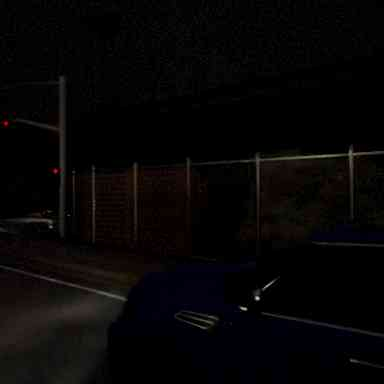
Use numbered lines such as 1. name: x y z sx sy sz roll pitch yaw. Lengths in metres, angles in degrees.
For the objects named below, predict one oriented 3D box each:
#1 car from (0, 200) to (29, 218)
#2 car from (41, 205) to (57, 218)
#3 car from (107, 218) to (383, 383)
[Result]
1. car: -17.290 1.497 29.920 2.097 1.767 4.553 0 0 37
2. car: -11.775 1.640 31.520 1.837 1.490 4.892 0 0 35
3. car: 1.757 1.224 2.739 5.566 2.045 2.150 0 0 35
